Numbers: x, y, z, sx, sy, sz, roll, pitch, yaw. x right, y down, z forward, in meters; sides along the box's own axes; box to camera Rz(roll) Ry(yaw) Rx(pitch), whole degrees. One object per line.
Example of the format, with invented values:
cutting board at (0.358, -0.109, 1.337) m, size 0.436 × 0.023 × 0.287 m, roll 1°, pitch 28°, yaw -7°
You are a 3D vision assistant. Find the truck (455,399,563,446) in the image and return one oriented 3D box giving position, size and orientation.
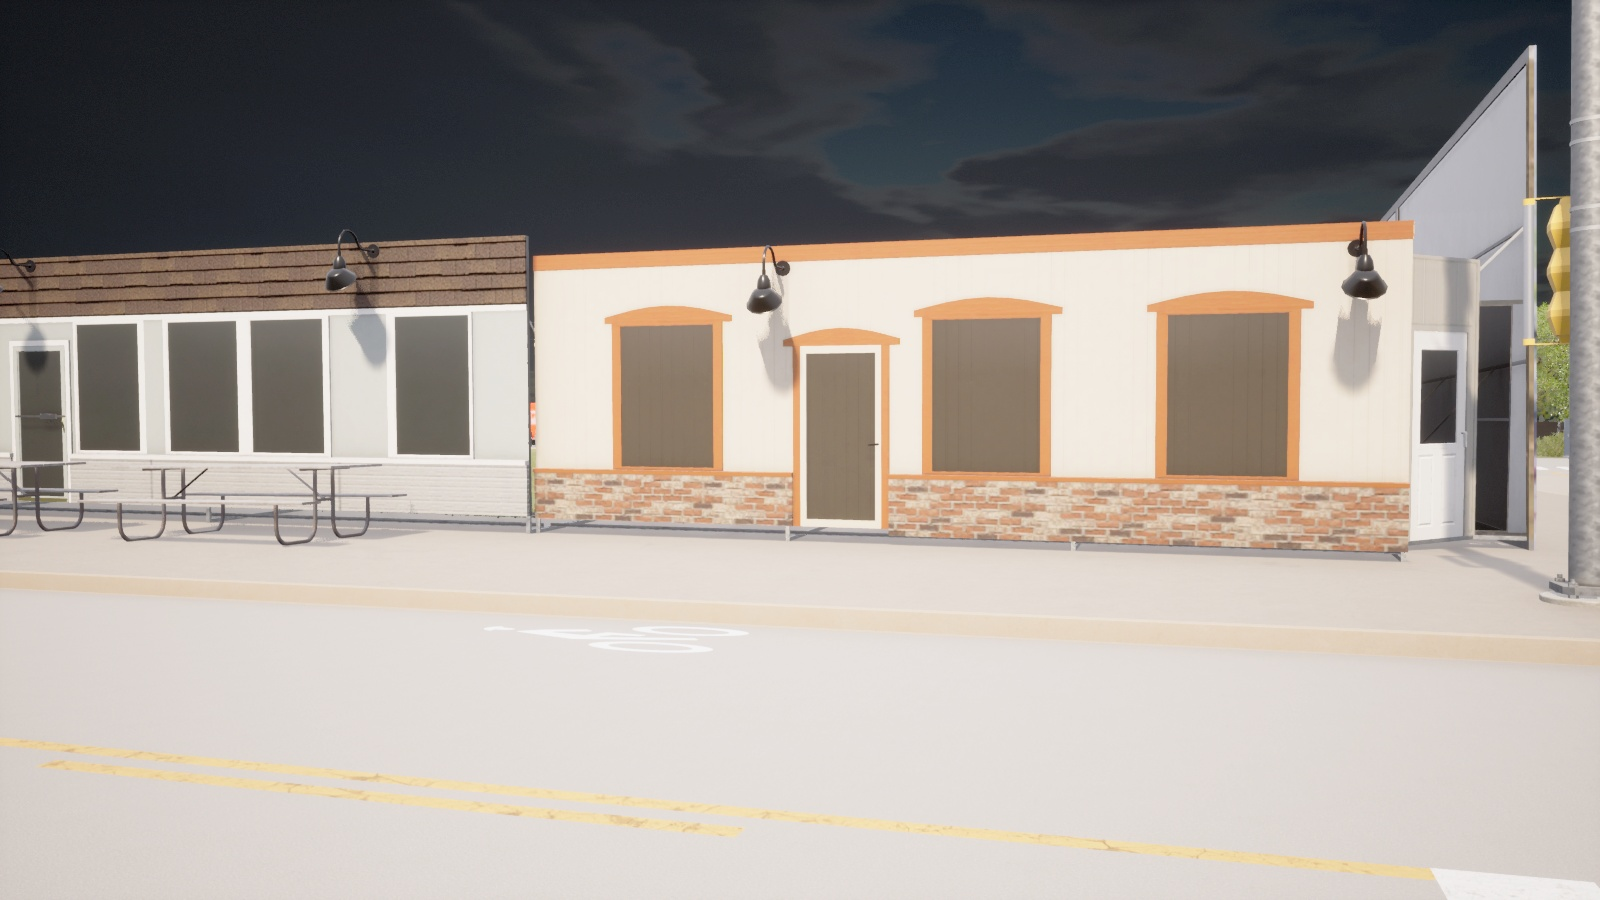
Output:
truck at (-16.090, -1.514, 69.546) m, size 5.204 × 2.467 × 2.627 m, roll 1°, pitch 1°, yaw 10°
